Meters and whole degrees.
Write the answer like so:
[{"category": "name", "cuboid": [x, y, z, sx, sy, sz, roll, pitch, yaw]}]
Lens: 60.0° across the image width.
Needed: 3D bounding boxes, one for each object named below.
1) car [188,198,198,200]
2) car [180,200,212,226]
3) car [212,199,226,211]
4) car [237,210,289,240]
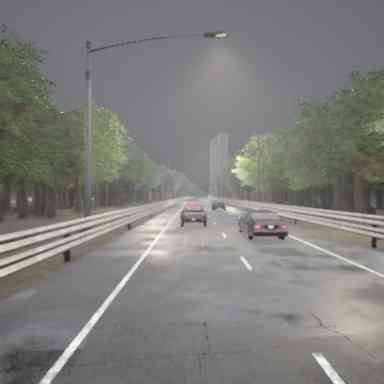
[{"category": "car", "cuboid": [0.134, 1.646, 46.459, 2.097, 1.767, 4.553, 0, 0, 0]}, {"category": "car", "cuboid": [0.117, 1.641, 24.666, 2.128, 1.511, 4.902, 0, 0, 0]}, {"category": "car", "cuboid": [3.634, 1.806, 46.763, 1.837, 1.490, 4.892, 0, 0, 0]}, {"category": "car", "cuboid": [3.612, 1.656, 17.732, 2.033, 1.411, 5.357, 0, 0, 0]}]
